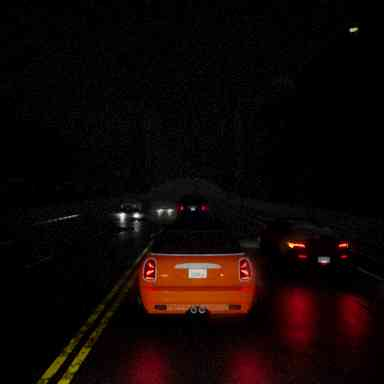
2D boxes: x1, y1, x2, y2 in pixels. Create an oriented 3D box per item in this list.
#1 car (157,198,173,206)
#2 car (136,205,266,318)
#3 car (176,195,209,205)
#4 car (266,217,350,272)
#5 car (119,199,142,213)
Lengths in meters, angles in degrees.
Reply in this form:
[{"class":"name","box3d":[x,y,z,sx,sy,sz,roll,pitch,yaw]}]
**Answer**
[{"class":"car","box3d":[-3.412,1.479,43.124,2.033,1.411,5.357,0,0,0]},{"class":"car","box3d":[0.082,1.346,7.546,2.097,1.767,4.553,0,0,0]},{"class":"car","box3d":[0.046,1.194,24.028,2.150,2.045,5.566,0,0,0]},{"class":"car","box3d":[3.333,1.517,10.592,1.812,1.442,4.674,0,0,1]},{"class":"car","box3d":[-6.671,1.473,36.949,1.812,1.442,4.674,0,0,0]}]
